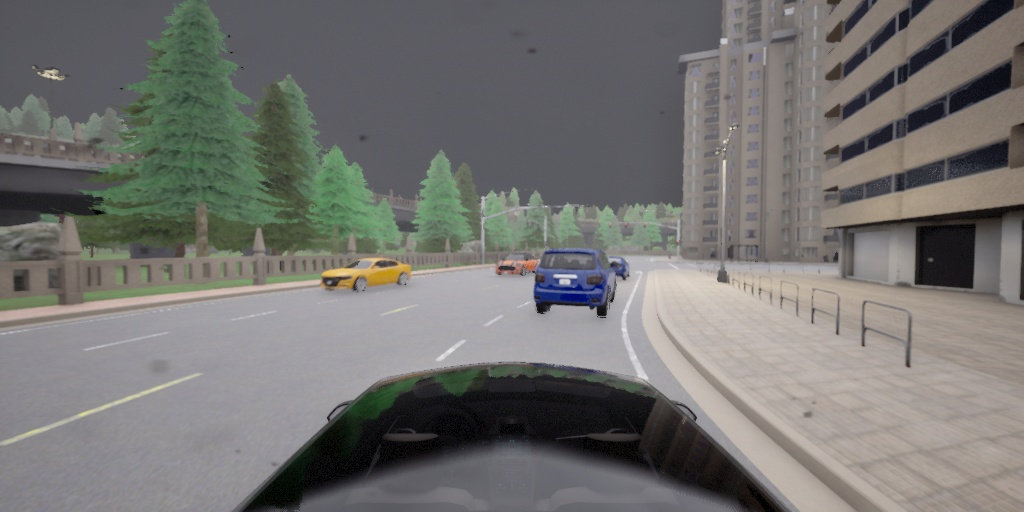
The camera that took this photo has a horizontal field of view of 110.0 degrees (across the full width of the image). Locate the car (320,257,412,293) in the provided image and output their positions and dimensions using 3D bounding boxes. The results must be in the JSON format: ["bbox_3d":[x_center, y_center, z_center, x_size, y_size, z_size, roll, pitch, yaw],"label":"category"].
[{"bbox_3d":[-7.072,0.836,17.878,1.882,1.535,5.008,1,1,20],"label":"car"}]

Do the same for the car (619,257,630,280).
[{"bbox_3d":[7.057,0.771,24.897,1.882,1.535,5.008,1,1,22],"label":"car"}]

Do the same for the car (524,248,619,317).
[{"bbox_3d":[2.354,0.755,12.445,2.150,2.045,5.566,1,1,19],"label":"car"}]

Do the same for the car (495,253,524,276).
[{"bbox_3d":[0.411,0.549,27.479,2.097,1.767,4.553,1,1,22],"label":"car"}]
